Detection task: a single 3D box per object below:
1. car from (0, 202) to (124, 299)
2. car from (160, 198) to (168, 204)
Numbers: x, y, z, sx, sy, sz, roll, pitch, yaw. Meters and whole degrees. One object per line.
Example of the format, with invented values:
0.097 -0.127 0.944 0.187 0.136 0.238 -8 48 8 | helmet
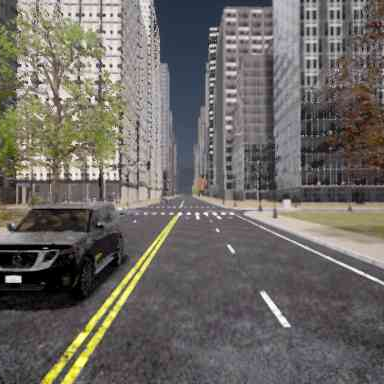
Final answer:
-3.344 1.308 9.004 2.150 2.045 5.566 0 -1 0 | car
-7.306 2.254 86.612 1.812 1.442 4.674 0 0 -1 | car
